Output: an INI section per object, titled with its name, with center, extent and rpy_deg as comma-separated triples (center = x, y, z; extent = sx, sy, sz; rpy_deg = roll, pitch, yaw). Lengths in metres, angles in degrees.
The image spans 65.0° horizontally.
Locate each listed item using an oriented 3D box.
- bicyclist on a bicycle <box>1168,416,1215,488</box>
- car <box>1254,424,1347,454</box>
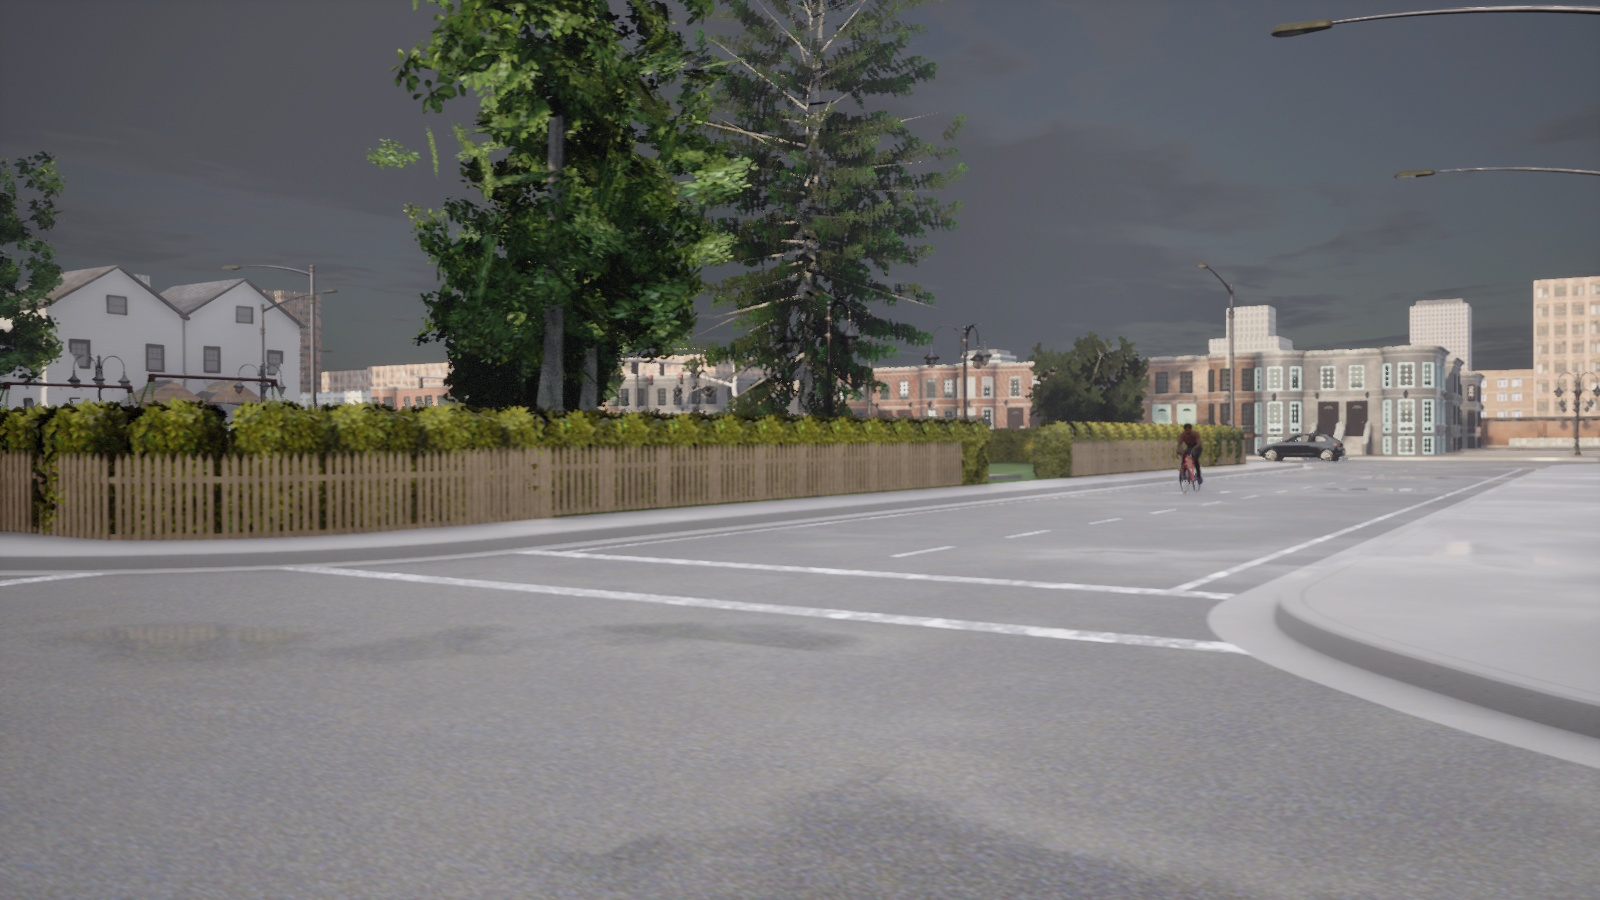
[bicyclist on a bicycle]
center = 9.094, 0.043, 29.136
extent = 0.582, 1.620, 1.656
rpy_deg = -2, 0, 33
[car]
center = 26.180, -0.572, 65.705
extent = 4.193, 1.474, 1.816
rpy_deg = -1, 1, 33
